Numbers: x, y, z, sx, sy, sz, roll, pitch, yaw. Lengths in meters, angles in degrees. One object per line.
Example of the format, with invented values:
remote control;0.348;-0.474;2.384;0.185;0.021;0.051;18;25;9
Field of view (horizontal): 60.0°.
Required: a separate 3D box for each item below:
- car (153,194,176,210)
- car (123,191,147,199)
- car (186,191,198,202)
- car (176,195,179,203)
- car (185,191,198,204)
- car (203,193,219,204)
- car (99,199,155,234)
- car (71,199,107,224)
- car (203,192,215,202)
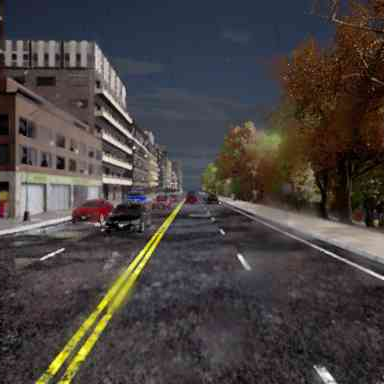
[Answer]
car;-3.366;1.048;38.337;2.097;1.767;4.553;0;0;0
car;-6.609;0.902;38.888;2.150;2.045;5.566;0;0;0
car;-0.065;0.754;63.134;2.150;2.045;5.566;0;0;0
car;-3.321;1.089;57.164;1.812;1.442;4.674;0;0;0
car;-0.054;1.086;52.690;1.882;1.535;5.008;0;0;0
car;3.195;1.127;52.694;1.837;1.490;4.892;0;0;0
car;-3.366;1.350;18.214;1.837;1.490;4.892;0;1;0
car;-6.618;1.272;22.767;1.882;1.535;5.008;0;0;0
car;3.185;0.900;63.079;2.097;1.767;4.553;0;0;0
